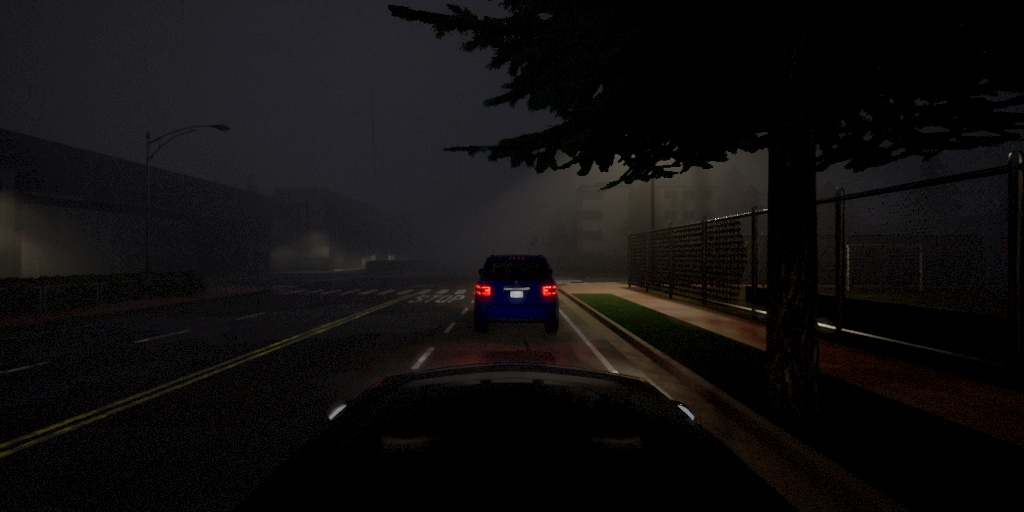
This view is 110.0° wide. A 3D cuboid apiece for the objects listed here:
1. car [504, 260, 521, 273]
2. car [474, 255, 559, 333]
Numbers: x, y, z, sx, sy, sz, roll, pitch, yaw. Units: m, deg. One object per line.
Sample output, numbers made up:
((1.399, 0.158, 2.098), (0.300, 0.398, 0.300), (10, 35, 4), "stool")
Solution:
((0.036, 1.315, 45.485), (2.128, 1.511, 4.902), (0, 0, 0), "car")
((0.117, 0.987, 10.983), (2.150, 2.045, 5.566), (0, 0, 0), "car")
